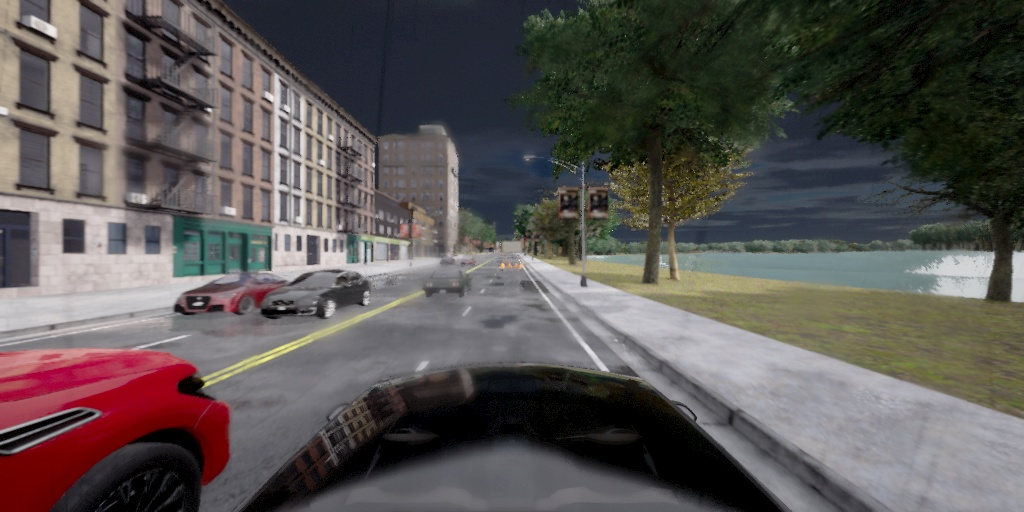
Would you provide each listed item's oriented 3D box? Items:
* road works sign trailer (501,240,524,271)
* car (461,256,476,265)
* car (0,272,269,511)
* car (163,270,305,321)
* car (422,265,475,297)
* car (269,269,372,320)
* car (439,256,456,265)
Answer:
[{"bbox_3d":[-0.003,-0.051,41.234,2.380,3.560,2.880,0,0,0],"label":"road works sign trailer"},{"bbox_3d":[-6.558,0.777,54.095,1.812,1.442,4.674,0,1,0],"label":"car"},{"bbox_3d":[-3.150,0.971,0.241,2.150,2.045,5.566,0,0,0],"label":"car"},{"bbox_3d":[-9.850,1.308,13.238,1.994,1.385,4.181,0,0,0],"label":"car"},{"bbox_3d":[-3.151,1.332,18.542,1.895,1.301,4.718,0,0,0],"label":"car"},{"bbox_3d":[-6.600,1.251,12.702,1.837,1.490,4.892,0,0,0],"label":"car"},{"bbox_3d":[-9.806,0.779,55.141,2.033,1.411,5.357,0,1,1],"label":"car"}]
